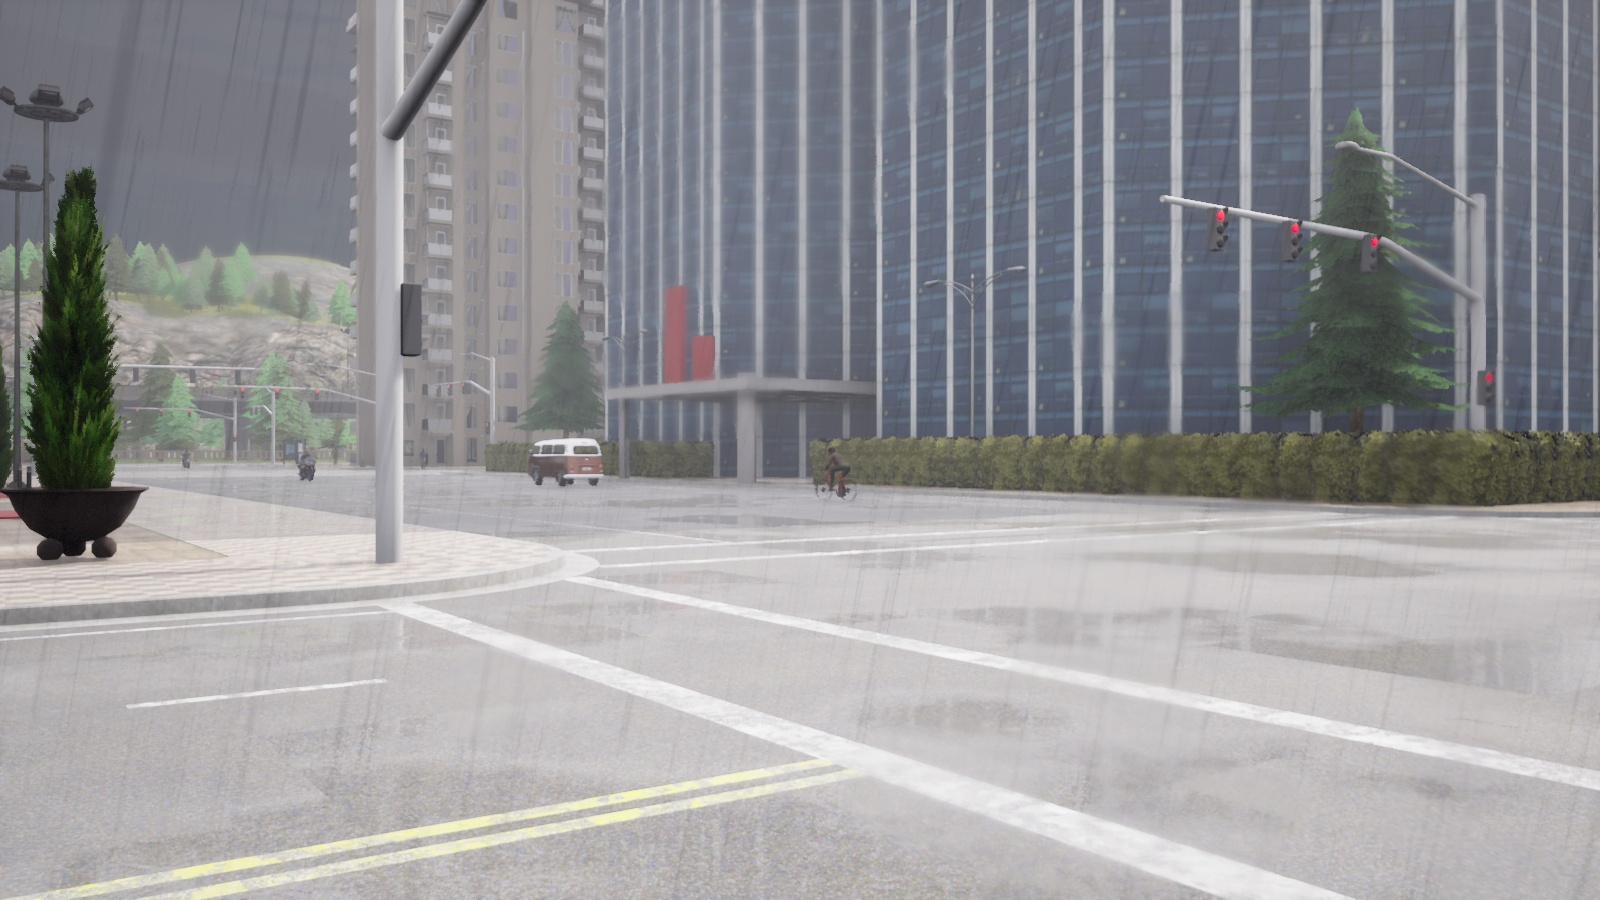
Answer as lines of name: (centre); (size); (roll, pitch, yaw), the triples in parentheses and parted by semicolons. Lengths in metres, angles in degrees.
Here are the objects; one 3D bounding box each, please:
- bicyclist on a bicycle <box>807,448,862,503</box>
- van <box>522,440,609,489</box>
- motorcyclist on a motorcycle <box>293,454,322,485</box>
bicyclist on a bicycle: (1.028, 0.755, 37.792); (1.656, 1.620, 0.582); (-1, 0, 43)
van: (-10.265, 0.590, 54.704); (2.069, 2.038, 4.480); (0, 0, -35)
motorcyclist on a motorcycle: (-24.756, 0.964, 63.092); (0.866, 1.530, 2.191); (0, 0, -35)
